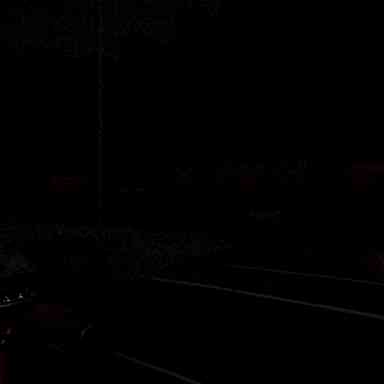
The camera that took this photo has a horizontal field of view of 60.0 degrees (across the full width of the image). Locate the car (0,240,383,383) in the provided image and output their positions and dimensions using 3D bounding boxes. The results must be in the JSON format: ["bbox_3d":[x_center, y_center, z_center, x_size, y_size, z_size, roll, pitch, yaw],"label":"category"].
[{"bbox_3d":[0.568,1.315,2.402,5.009,1.841,2.192,0,0,36],"label":"car"}]
